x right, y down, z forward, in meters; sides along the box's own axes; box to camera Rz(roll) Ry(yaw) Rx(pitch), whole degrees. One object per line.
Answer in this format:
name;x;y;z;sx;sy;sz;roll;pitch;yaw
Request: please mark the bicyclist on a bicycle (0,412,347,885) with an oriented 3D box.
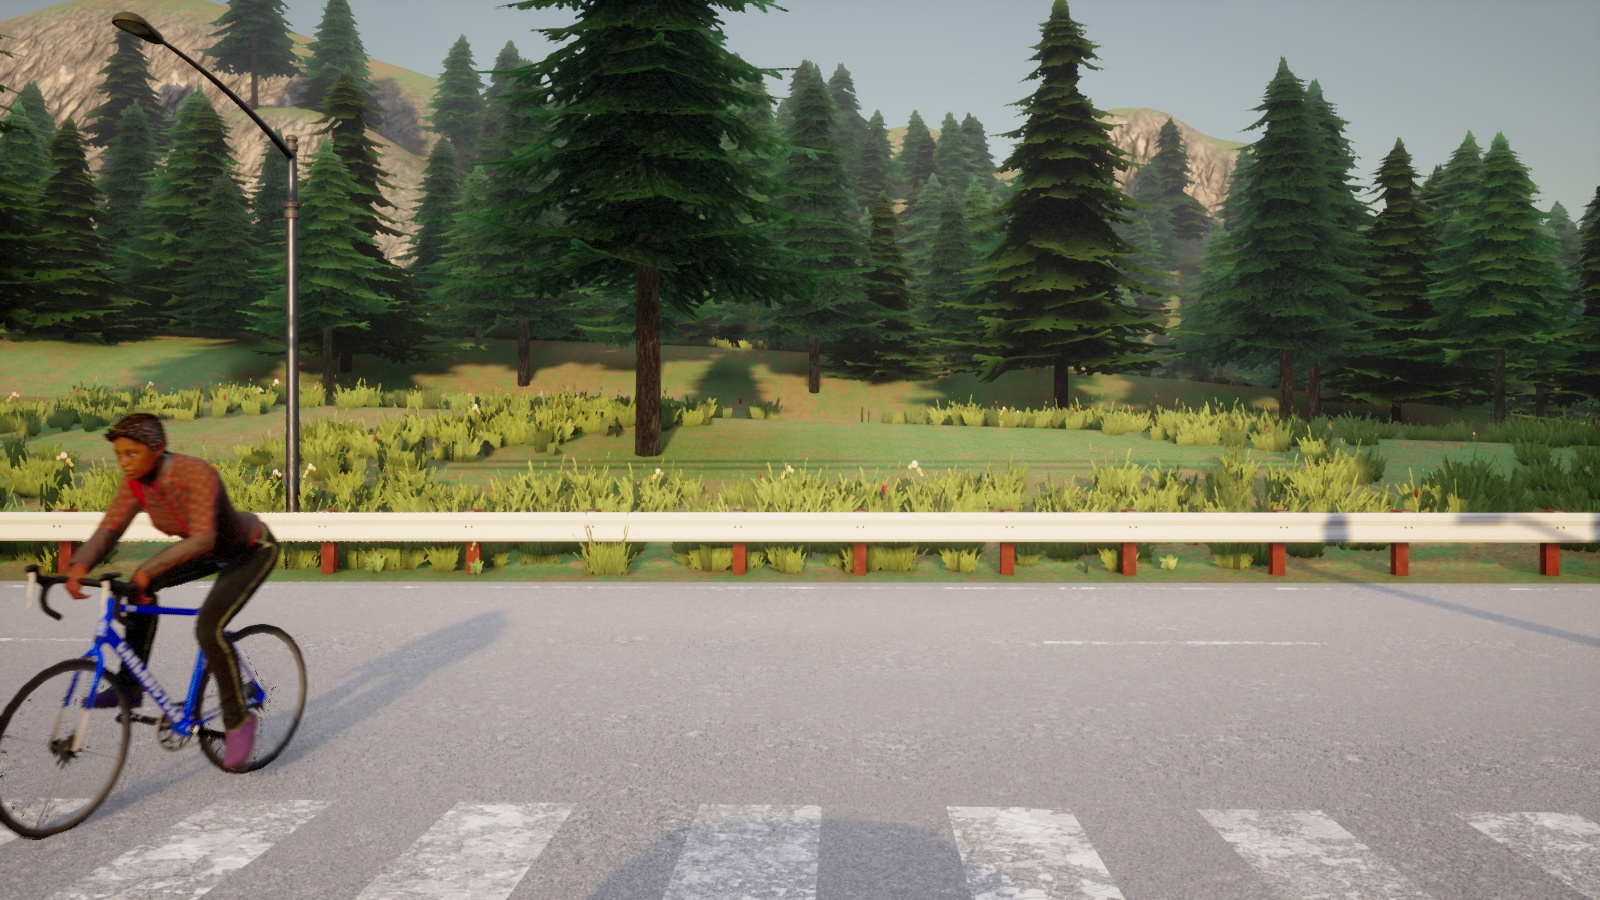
bicyclist on a bicycle;-2.679;0.668;5.175;0.582;1.620;1.656;2;1;20
